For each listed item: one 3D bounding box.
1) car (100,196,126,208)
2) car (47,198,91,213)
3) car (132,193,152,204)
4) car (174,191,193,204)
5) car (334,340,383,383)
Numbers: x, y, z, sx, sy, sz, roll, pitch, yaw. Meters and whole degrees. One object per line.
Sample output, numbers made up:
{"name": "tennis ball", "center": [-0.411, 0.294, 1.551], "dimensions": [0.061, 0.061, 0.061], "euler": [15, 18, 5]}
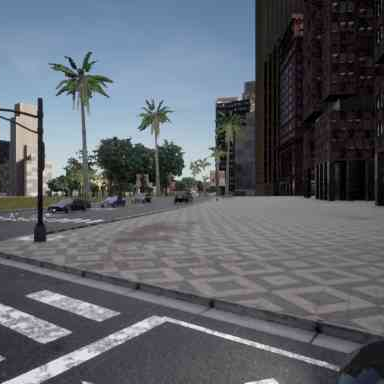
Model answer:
{"name": "car", "center": [-10.218, 1.259, 43.589], "dimensions": [1.812, 1.442, 4.674], "euler": [0, 1, 13]}
{"name": "car", "center": [-12.444, 1.362, 34.196], "dimensions": [2.033, 1.411, 5.357], "euler": [0, 0, 14]}
{"name": "car", "center": [-8.087, 0.994, 53.670], "dimensions": [2.097, 1.767, 4.553], "euler": [0, 1, 11]}
{"name": "car", "center": [-1.310, 0.856, 53.438], "dimensions": [2.150, 2.045, 5.566], "euler": [0, 1, 11]}
{"name": "car", "center": [3.181, 1.505, 1.441], "dimensions": [4.892, 1.490, 1.837], "euler": [0, 0, 34]}
